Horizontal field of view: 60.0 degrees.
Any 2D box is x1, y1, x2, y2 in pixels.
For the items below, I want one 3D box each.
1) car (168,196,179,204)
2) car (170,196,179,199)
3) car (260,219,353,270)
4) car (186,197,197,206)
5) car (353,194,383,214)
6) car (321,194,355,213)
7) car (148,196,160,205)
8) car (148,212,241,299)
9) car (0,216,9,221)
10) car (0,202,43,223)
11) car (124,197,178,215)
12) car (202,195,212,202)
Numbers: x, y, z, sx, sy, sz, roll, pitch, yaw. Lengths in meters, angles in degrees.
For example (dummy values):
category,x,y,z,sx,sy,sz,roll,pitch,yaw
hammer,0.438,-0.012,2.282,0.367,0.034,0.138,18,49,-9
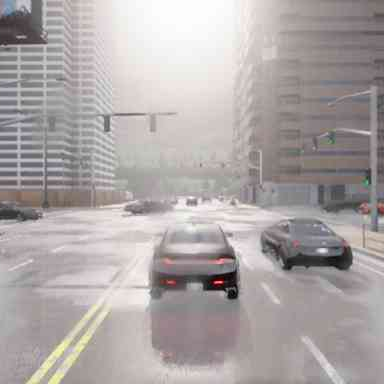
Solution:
category,x,y,z,sx,sy,sz,roll,pitch,yaw
car,-3.645,1.548,64.988,1.837,1.490,4.892,0,0,0
car,-3.673,1.528,55.049,2.128,1.511,4.902,0,0,0
car,3.563,1.571,11.072,1.994,1.385,4.181,0,0,0
car,-0.008,1.530,57.424,2.128,1.511,4.902,0,0,0
car,18.967,1.374,32.960,4.553,1.767,2.097,0,0,0
car,17.141,1.246,36.480,5.566,2.045,2.150,0,0,0
car,-7.152,1.568,63.167,1.812,1.442,4.674,0,0,1
car,0.052,1.497,8.421,2.128,1.511,4.902,0,0,0
car,-7.111,1.570,8.870,1.994,1.385,4.181,0,0,0
car,-13.862,1.522,25.384,4.892,1.490,1.837,0,-1,8
car,-4.333,1.570,33.838,2.033,1.411,5.357,0,0,44
car,3.382,1.407,76.795,2.097,1.767,4.553,0,0,0
